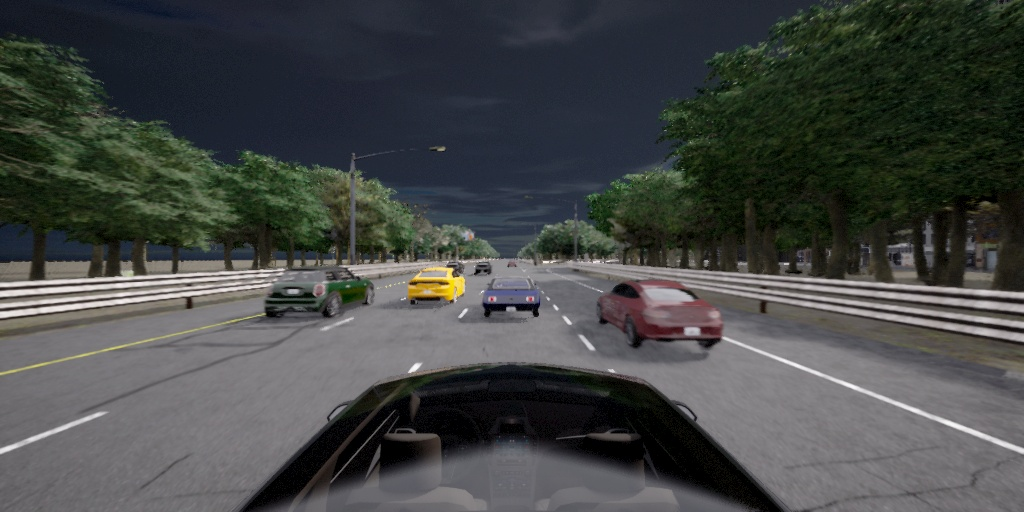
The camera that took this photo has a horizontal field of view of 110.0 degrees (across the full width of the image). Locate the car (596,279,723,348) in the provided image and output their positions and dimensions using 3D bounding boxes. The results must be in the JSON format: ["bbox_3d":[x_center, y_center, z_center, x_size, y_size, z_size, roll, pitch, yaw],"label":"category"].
[{"bbox_3d":[3.503,1.314,9.278,1.812,1.442,4.674,0,0,0],"label":"car"}]

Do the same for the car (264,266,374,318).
[{"bbox_3d":[-6.895,1.162,13.418,2.097,1.767,4.553,0,0,0],"label":"car"}]

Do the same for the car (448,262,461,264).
[{"bbox_3d":[-6.883,1.466,43.429,1.837,1.490,4.892,0,0,0],"label":"car"}]

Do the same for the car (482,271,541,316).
[{"bbox_3d":[-0.012,1.411,13.611,1.895,1.301,4.718,0,0,0],"label":"car"}]

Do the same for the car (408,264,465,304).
[{"bbox_3d":[-3.394,1.305,16.845,1.882,1.535,5.008,0,0,0],"label":"car"}]

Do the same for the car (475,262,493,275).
[{"bbox_3d":[-3.384,1.466,43.392,1.837,1.490,4.892,0,0,0],"label":"car"}]
